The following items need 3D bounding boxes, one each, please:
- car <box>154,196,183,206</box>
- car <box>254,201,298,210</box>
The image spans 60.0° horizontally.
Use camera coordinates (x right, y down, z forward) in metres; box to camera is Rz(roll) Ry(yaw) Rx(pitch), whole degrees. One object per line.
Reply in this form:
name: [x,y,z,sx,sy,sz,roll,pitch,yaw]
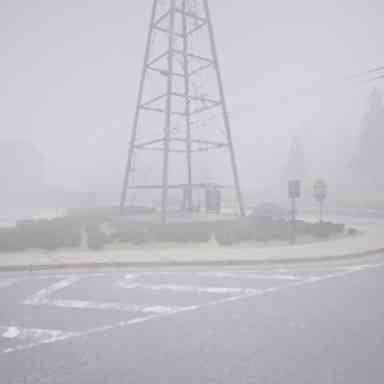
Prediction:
car: [-3.333,1.407,48.915,5.008,1.535,1.882,0,0,27]
car: [7.251,1.500,29.080,1.994,1.385,4.181,0,0,-34]
